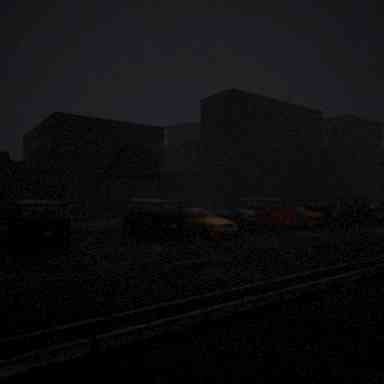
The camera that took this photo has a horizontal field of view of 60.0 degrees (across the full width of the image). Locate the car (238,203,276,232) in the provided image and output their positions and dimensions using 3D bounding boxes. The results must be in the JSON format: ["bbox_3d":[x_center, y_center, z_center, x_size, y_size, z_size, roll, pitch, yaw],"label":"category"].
[{"bbox_3d":[2.465,1.624,20.351,2.002,1.452,4.674,0,0,-35],"label":"car"}]

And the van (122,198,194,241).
[{"bbox_3d":[-2.095,1.322,17.248,1.878,1.987,4.442,0,0,-35],"label":"van"}]

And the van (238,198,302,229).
[{"bbox_3d":[4.642,1.377,22.049,1.878,1.987,4.442,0,0,-35],"label":"van"}]

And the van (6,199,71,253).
[{"bbox_3d":[-6.585,1.291,14.049,1.878,1.987,4.442,0,0,-35],"label":"van"}]

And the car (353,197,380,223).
[{"bbox_3d":[11.431,1.412,26.778,2.435,2.045,5.566,1,0,-35],"label":"car"}]

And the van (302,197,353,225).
[{"bbox_3d":[9.269,1.417,25.060,1.878,1.987,4.442,1,0,-35],"label":"van"}]

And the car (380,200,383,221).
[{"bbox_3d":[13.797,1.683,28.423,2.097,1.535,5.008,0,0,-35],"label":"car"}]

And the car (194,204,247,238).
[{"bbox_3d":[0.325,1.563,18.602,1.946,1.575,5.366,0,0,-35],"label":"car"}]

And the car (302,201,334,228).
[{"bbox_3d":[6.951,1.623,23.558,2.097,1.535,5.008,1,0,-35],"label":"car"}]

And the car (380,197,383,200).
[{"bbox_3d":[16.022,1.576,30.052,2.185,1.767,4.553,0,0,-35],"label":"car"}]
